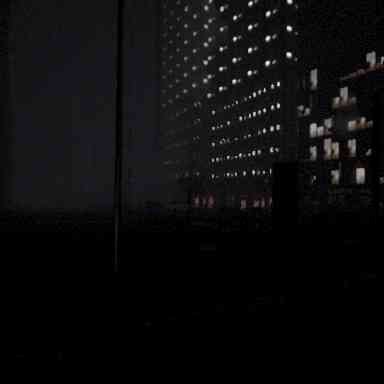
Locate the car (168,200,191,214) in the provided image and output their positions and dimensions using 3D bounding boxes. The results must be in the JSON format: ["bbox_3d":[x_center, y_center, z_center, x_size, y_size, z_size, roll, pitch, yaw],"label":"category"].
[{"bbox_3d":[-2.073,2.335,52.230,2.150,2.045,5.566,1,-2,-25],"label":"car"}]

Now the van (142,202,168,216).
[{"bbox_3d":[-5.077,2.260,45.290,1.690,1.788,3.998,0,-1,-26],"label":"van"}]

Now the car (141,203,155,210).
[{"bbox_3d":[-9.852,3.213,74.233,1.802,1.307,4.206,0,-1,-26],"label":"car"}]

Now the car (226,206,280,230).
[{"bbox_3d":[4.775,2.029,25.059,2.008,1.369,4.403,0,-1,-26],"label":"car"}]

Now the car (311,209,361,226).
[{"bbox_3d":[12.309,2.169,28.726,2.008,1.369,4.403,0,-1,-26],"label":"car"}]

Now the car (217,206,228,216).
[{"bbox_3d":[4.922,2.513,43.895,1.947,1.339,4.313,0,-1,-26],"label":"car"}]

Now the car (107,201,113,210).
[{"bbox_3d":[-14.850,2.897,65.359,1.752,1.417,4.829,0,-1,-26],"label":"car"}]

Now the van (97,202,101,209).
[{"bbox_3d":[-19.850,2.949,75.627,1.690,1.788,3.998,0,-1,-26],"label":"van"}]

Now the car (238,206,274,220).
[{"bbox_3d":[7.384,2.402,38.839,1.947,1.339,4.313,0,-1,-26],"label":"car"}]

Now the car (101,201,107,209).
[{"bbox_3d":[-17.386,3.036,70.568,1.887,1.381,4.507,0,-1,-26],"label":"car"}]

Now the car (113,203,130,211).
[{"bbox_3d":[-12.462,2.810,60.455,2.008,1.369,4.403,0,-1,-26],"label":"car"}]

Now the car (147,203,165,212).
[{"bbox_3d":[-6.738,2.804,61.725,1.882,1.535,5.008,1,-2,-26],"label":"car"}]

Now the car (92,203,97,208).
[{"bbox_3d":[-24.773,3.387,85.736,1.887,1.381,4.507,0,-1,-26],"label":"car"}]
